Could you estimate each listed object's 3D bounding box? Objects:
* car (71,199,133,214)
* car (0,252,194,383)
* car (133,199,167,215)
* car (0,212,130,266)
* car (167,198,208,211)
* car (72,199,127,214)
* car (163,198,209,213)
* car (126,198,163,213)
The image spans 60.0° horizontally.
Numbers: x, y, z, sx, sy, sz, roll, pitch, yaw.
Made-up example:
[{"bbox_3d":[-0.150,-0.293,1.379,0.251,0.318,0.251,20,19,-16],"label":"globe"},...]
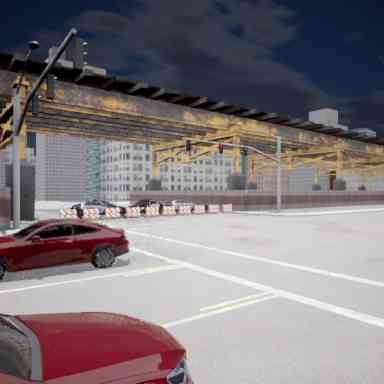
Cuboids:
[{"bbox_3d":[-8.370,1.453,30.399,4.974,1.542,2.038,0,0,8],"label":"car"},{"bbox_3d":[-2.141,1.526,2.240,4.674,1.442,1.812,0,0,-35],"label":"car"},{"bbox_3d":[-4.631,1.453,33.093,2.038,1.542,4.974,0,0,18],"label":"car"},{"bbox_3d":[-4.112,1.526,9.662,4.674,1.442,1.812,0,0,-36],"label":"car"},{"bbox_3d":[-0.781,1.295,36.856,4.536,1.218,1.853,0,0,-7],"label":"car"},{"bbox_3d":[-8.421,1.295,30.406,4.536,1.218,1.853,0,0,8],"label":"car"},{"bbox_3d":[-0.730,1.453,36.862,4.974,1.542,2.038,0,0,-7],"label":"car"},{"bbox_3d":[-4.615,1.295,33.143,1.853,1.218,4.536,0,0,18],"label":"car"}]
